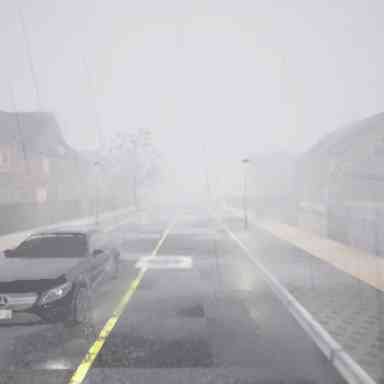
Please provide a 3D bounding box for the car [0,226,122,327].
[{"bbox_3d":[-2.753,1.509,7.135,1.812,1.442,4.674,0,0,0],"label":"car"}]
